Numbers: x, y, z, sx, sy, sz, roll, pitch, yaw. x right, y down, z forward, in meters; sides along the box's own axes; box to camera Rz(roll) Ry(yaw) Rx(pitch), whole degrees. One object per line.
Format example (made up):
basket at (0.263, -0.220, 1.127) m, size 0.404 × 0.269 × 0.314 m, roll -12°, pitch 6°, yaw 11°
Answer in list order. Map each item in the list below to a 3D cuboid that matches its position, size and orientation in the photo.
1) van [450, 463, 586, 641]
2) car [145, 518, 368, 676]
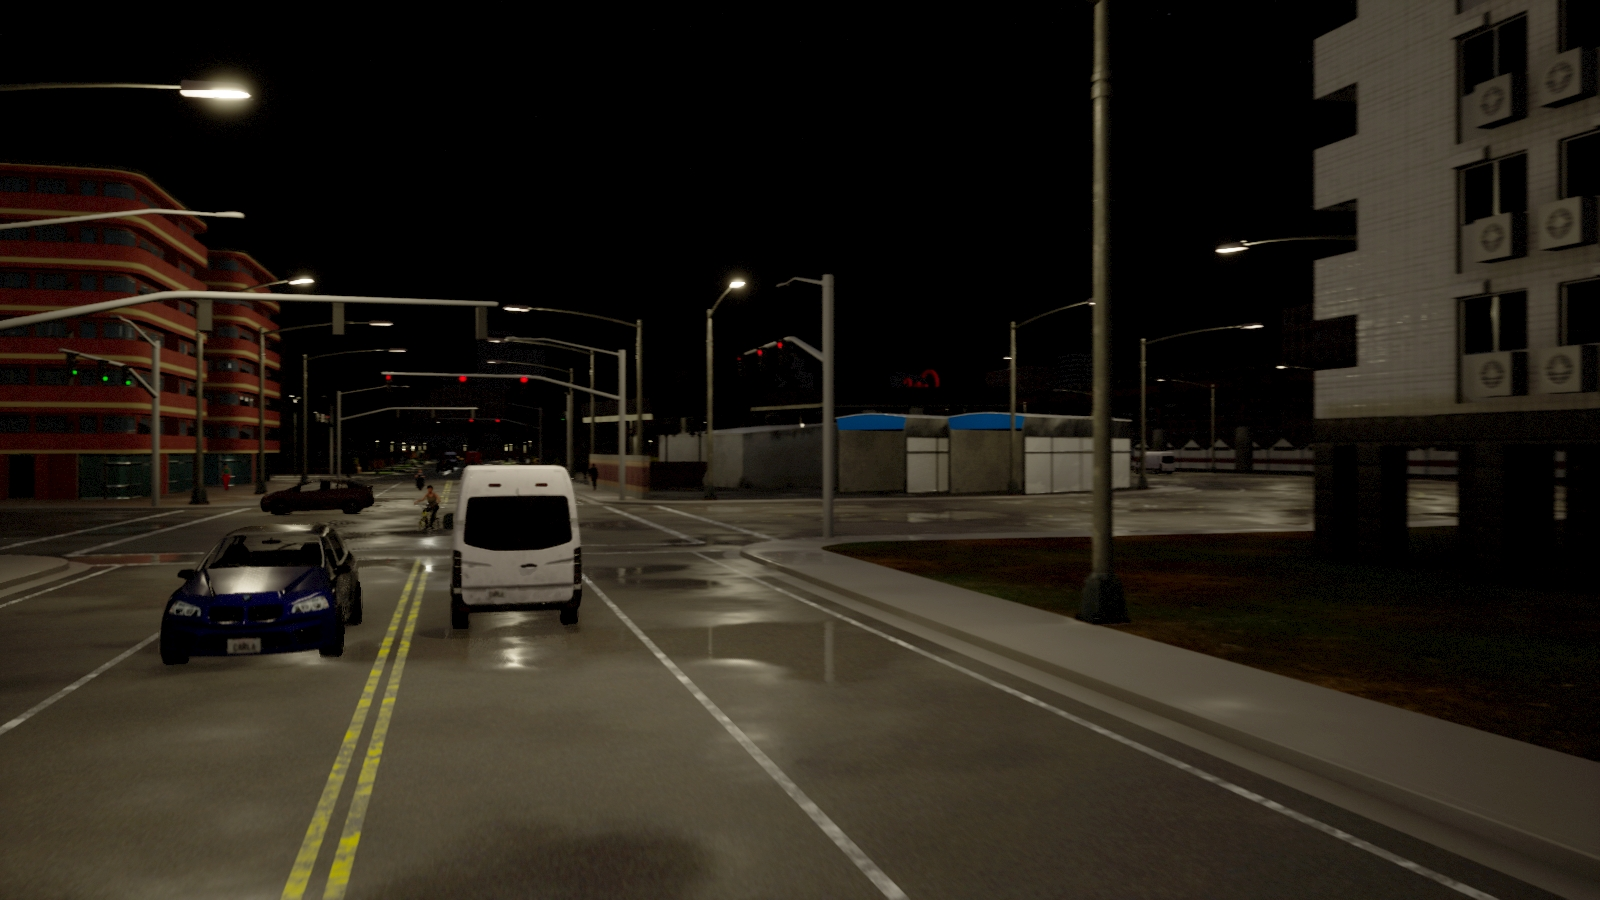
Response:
van at (-5.051, 1.537, 19.989) m, size 1.988 × 2.561 × 5.915 m, roll 0°, pitch 0°, yaw -16°
car at (-7.694, 1.972, 16.701) m, size 2.242 × 1.667 × 4.611 m, roll 0°, pitch 0°, yaw -16°
